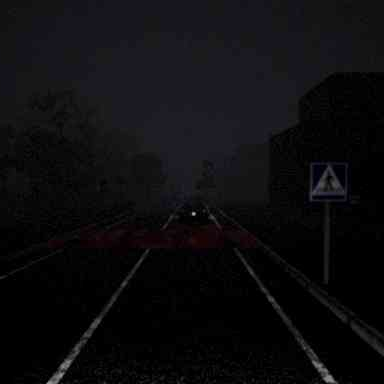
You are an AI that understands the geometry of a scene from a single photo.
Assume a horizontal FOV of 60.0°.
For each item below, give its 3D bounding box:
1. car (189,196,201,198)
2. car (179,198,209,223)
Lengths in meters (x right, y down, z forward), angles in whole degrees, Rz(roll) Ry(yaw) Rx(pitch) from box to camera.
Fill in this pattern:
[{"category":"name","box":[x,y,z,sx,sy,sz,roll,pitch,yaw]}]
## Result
[{"category":"car","box":[0.320,1.138,38.570,2.033,1.411,5.357,0,1,2]},{"category":"car","box":[0.106,1.343,23.142,1.994,1.385,4.181,0,0,0]}]
